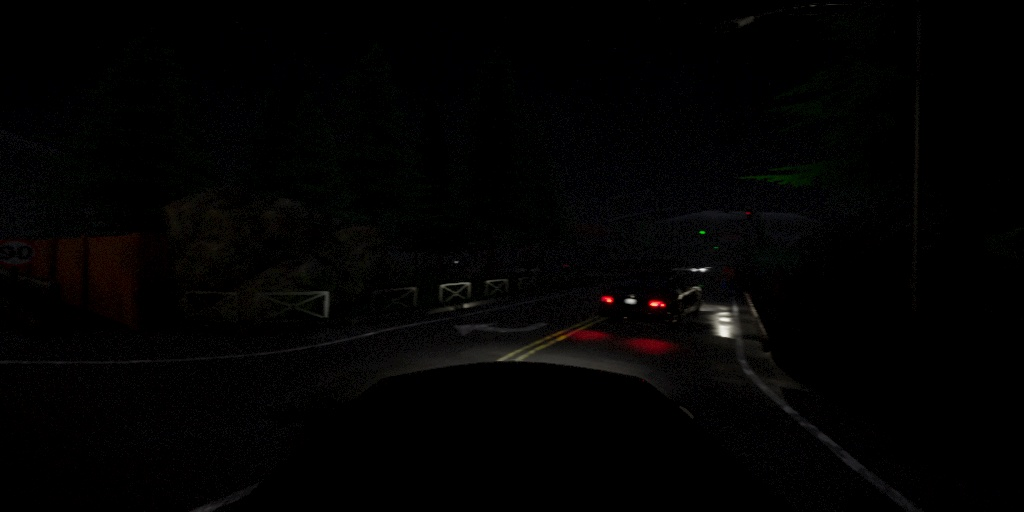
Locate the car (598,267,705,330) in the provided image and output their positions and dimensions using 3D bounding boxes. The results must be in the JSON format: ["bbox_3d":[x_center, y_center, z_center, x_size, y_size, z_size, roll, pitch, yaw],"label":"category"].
[{"bbox_3d":[4.346,1.178,10.730,2.033,1.411,5.357,1,0,36],"label":"car"}]

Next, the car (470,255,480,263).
[{"bbox_3d":[-7.556,0.843,57.635,5.566,2.045,2.150,1,0,34],"label":"car"}]

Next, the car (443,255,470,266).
[{"bbox_3d":[-9.156,0.943,54.369,4.553,1.767,2.097,1,0,34],"label":"car"}]

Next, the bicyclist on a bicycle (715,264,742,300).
[{"bbox_3d":[9.750,1.176,16.096,1.656,1.620,0.582,1,0,-20],"label":"bicyclist on a bicycle"}]

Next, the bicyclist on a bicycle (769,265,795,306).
[{"bbox_3d":[10.882,1.197,14.448,1.656,1.620,0.582,1,0,-23],"label":"bicyclist on a bicycle"}]

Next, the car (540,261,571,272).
[{"bbox_3d":[5.995,1.405,49.246,4.181,1.385,1.994,1,0,32],"label":"car"}]
